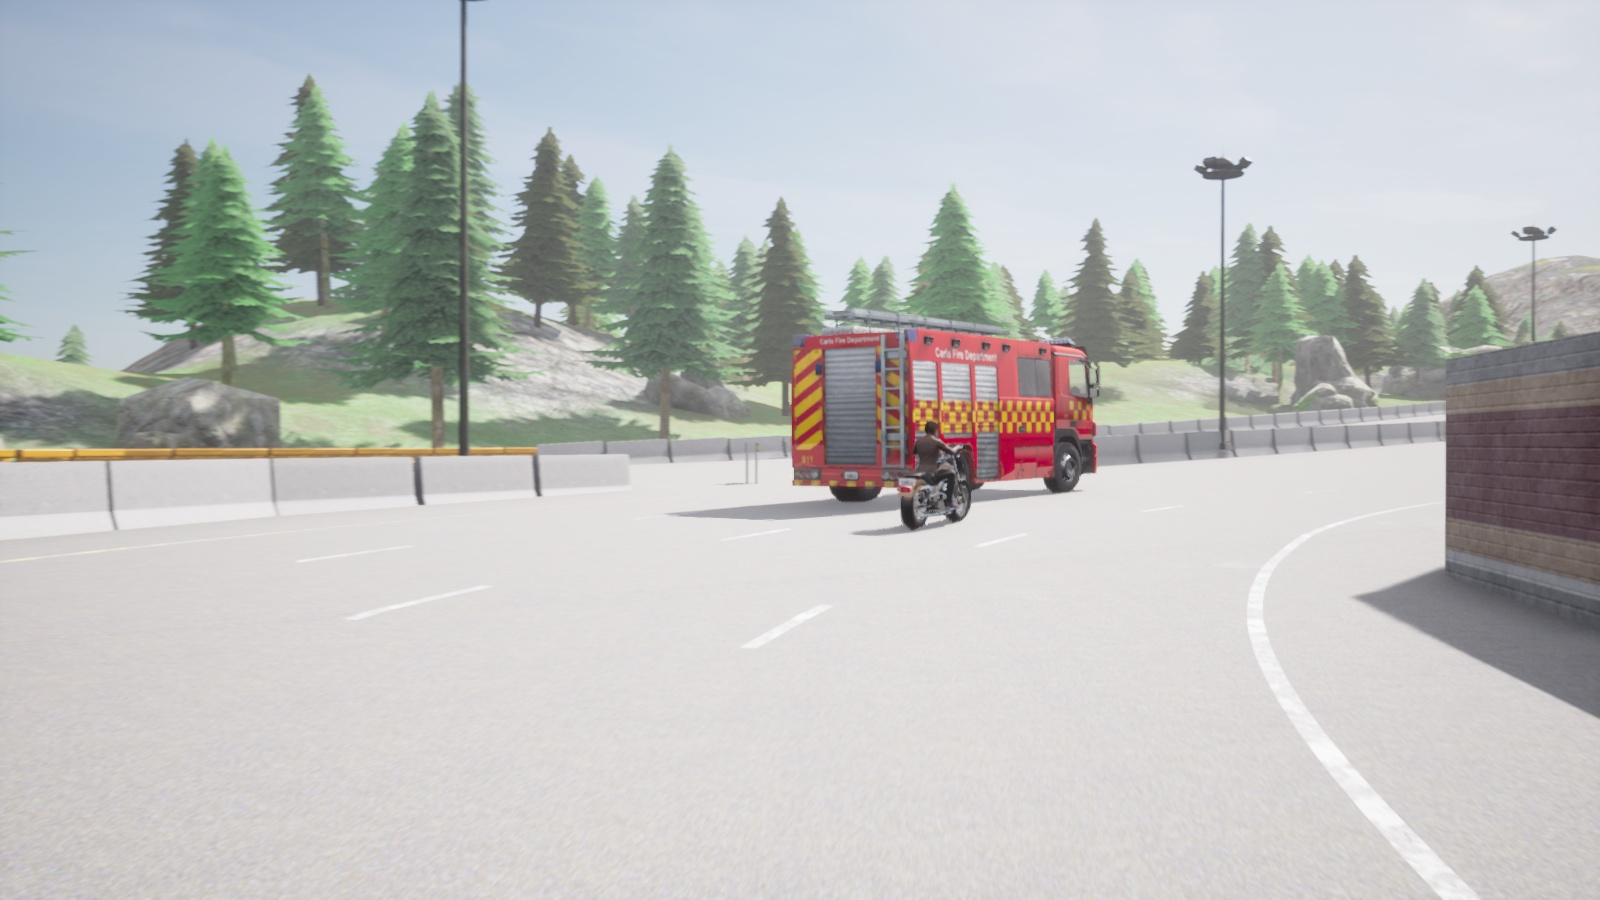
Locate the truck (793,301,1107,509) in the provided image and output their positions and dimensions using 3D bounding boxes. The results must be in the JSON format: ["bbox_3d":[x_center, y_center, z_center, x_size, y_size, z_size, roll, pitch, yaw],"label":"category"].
[{"bbox_3d":[3.583,-0.899,27.386,2.891,3.827,8.468,0,1,37],"label":"truck"}]

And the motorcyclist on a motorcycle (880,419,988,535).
[{"bbox_3d":[2.074,0.361,19.125,0.766,1.649,2.350,1,1,29],"label":"motorcyclist on a motorcycle"}]
